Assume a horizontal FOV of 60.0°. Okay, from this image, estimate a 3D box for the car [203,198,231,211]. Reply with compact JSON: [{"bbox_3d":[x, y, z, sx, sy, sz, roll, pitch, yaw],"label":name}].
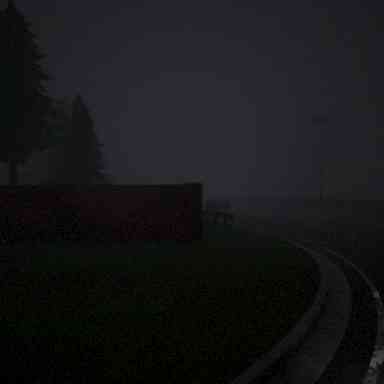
[{"bbox_3d":[2.913,1.448,39.787,1.882,1.535,5.008,0,0,-18],"label":"car"}]
